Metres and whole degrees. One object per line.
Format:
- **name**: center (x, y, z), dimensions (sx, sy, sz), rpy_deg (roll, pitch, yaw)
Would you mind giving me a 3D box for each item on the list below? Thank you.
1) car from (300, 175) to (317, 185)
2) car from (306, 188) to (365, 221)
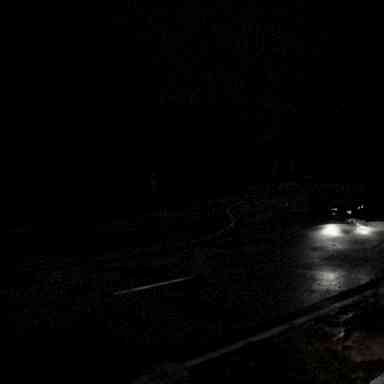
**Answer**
- **car**: center (19.953, -2.117, 57.223), dimensions (1.882, 1.535, 5.008), rpy_deg (-4, 2, 4)
- **car**: center (7.670, 0.582, 18.247), dimensions (1.837, 1.490, 4.892), rpy_deg (-4, 3, 5)
